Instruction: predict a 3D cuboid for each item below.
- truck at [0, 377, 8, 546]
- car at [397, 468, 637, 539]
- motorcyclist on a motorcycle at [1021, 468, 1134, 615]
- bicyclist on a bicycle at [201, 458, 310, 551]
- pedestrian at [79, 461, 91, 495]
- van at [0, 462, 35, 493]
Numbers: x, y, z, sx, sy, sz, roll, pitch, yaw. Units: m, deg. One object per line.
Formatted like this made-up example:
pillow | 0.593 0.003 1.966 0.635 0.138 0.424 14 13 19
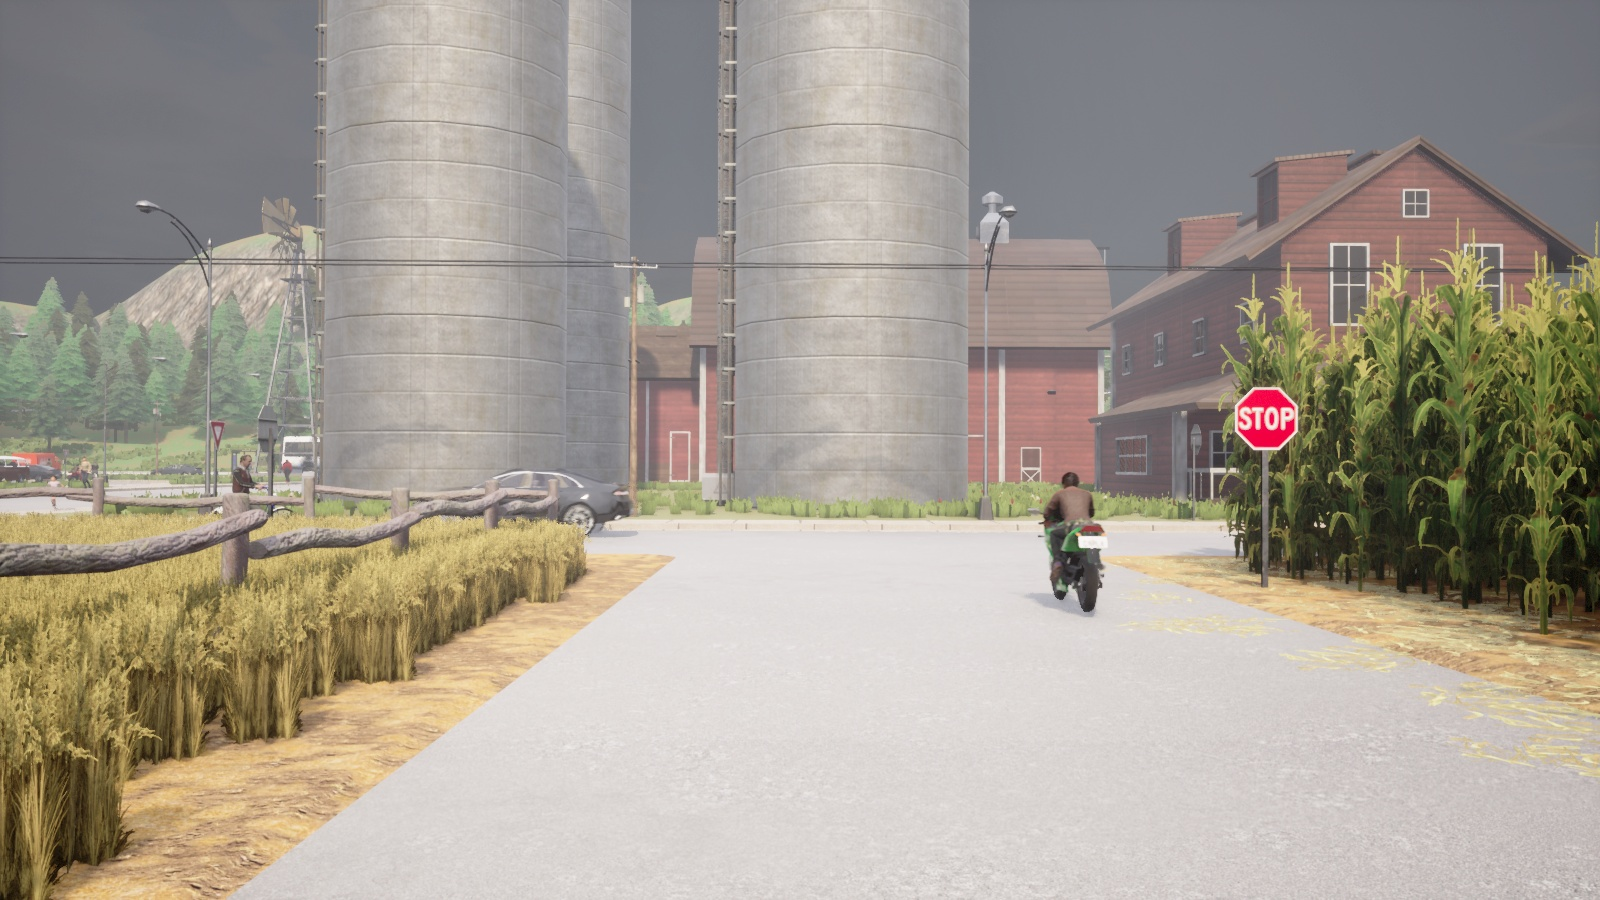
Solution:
truck | -20.380 0.241 24.555 7.936 3.462 2.891 0 -1 0
car | -6.226 1.168 28.115 4.902 1.511 2.128 0 -1 0
motorcyclist on a motorcycle | 3.063 0.978 14.088 0.797 1.523 2.044 0 -1 0
bicyclist on a bicycle | -10.658 1.056 24.603 1.843 1.776 0.659 0 -1 0
pedestrian | -38.971 1.507 68.442 0.345 1.836 0.594 0 -1 -3
van | -52.719 1.810 82.651 2.069 2.038 4.480 0 -1 -1
